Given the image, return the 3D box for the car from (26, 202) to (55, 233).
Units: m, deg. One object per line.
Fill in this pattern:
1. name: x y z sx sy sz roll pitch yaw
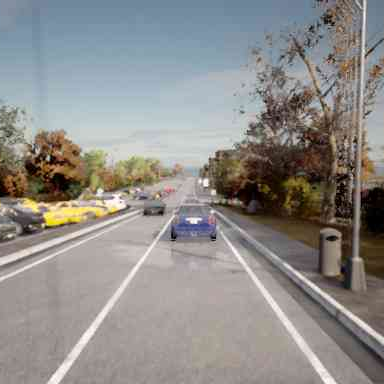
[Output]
1. car: -10.223 1.463 17.454 4.892 1.521 2.231 0 0 0

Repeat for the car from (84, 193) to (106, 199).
1. car: -23.463 0.996 80.568 4.792 1.488 2.163 0 0 0

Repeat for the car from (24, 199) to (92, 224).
1. car: -10.033 1.474 22.874 5.366 1.575 1.946 0 0 0

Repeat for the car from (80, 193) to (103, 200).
1. car: -23.445 1.018 77.656 4.674 1.452 2.002 0 0 0

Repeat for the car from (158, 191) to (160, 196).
1. car: -10.400 1.014 75.026 4.792 1.488 2.163 0 0 0

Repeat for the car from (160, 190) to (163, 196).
1. car: -10.349 0.968 80.591 5.008 1.535 2.097 0 1 0

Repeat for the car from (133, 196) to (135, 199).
1. car: -10.148 1.623 42.428 4.792 1.488 2.163 0 0 0

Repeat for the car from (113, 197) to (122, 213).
1. car: -10.380 1.540 34.100 5.366 1.575 1.946 0 0 0

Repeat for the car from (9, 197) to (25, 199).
1. car: -23.233 1.604 39.686 4.792 1.488 2.163 0 0 0

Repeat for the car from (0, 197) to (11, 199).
1. car: -23.266 1.598 36.916 4.674 1.452 2.002 0 0 0

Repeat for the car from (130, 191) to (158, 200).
1. car: -10.349 1.017 72.242 4.792 1.488 2.163 0 0 0

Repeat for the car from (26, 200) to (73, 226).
1. car: -10.409 1.464 20.222 5.366 1.575 1.946 0 0 0

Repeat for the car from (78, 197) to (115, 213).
1. car: -10.207 1.527 31.324 4.892 1.521 2.231 0 0 0

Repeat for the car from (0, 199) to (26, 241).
1. car: -10.266 1.338 14.675 4.553 1.767 2.185 0 0 0

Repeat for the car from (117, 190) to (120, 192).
1. car: -23.397 0.824 91.602 5.008 1.535 2.097 0 1 0

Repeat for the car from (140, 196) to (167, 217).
1. car: -3.418 1.462 31.571 1.882 1.535 5.008 0 0 0

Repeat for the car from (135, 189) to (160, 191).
1. car: -10.393 0.854 77.812 4.553 1.767 2.185 0 0 0

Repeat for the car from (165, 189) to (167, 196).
1. car: -10.282 0.635 94.531 4.553 1.767 2.185 0 1 0

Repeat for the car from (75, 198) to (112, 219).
1. car: -10.021 1.506 28.548 5.366 1.575 1.946 0 0 0

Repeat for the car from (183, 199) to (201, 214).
1. car: 0.006 1.492 36.015 1.837 1.490 4.892 0 0 0

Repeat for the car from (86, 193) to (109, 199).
1. car: -23.611 0.942 83.361 5.366 1.575 1.946 0 1 0

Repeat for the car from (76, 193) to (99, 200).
1. car: -23.453 1.022 74.871 4.674 1.452 2.002 0 0 0

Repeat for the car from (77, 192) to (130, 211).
1. car: -10.217 1.308 36.878 5.566 2.045 2.435 0 0 0

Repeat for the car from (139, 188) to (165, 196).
1. car: -10.374 0.696 83.383 5.566 2.045 2.435 0 1 0

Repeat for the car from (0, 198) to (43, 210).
1. car: -23.246 1.607 45.103 5.008 1.535 2.097 0 0 0

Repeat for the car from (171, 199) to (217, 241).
1. car: 0.076 1.334 16.767 2.097 1.767 4.553 0 0 0
